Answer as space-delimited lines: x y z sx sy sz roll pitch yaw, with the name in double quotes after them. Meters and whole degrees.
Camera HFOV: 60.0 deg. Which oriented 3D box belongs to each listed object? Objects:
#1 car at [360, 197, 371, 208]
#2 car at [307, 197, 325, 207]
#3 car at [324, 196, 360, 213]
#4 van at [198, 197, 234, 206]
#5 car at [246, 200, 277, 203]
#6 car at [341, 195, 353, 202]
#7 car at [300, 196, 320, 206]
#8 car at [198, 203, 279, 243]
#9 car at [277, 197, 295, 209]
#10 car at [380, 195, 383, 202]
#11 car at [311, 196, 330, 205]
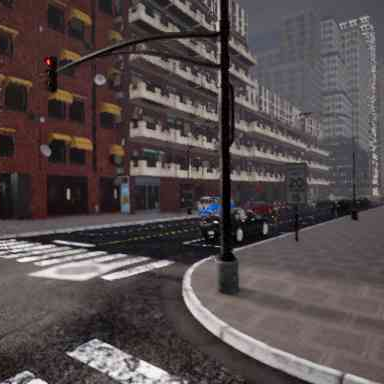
21.466 1.340 42.192 1.947 1.339 4.313 -1 0 36 "car"
18.174 1.453 46.729 1.895 1.301 4.718 -1 -1 36 "car"
14.978 1.362 33.134 1.947 1.339 4.313 -1 0 36 "car"
2.080 1.280 28.664 1.690 1.788 3.998 -1 0 36 "van"
5.388 1.497 29.044 1.895 1.301 4.718 -1 -1 36 "car"
34.521 1.426 73.952 1.802 1.307 4.206 -1 -1 36 "car"
18.202 1.410 51.169 1.752 1.417 4.829 -1 0 36 "car"
2.003 1.395 15.019 2.008 1.369 4.403 -1 0 36 "car"
11.813 1.345 42.250 1.967 1.590 4.097 -1 0 36 "car"
37.685 1.313 64.837 1.802 1.307 4.206 -1 -1 36 "car"
21.545 1.441 55.836 1.947 1.339 4.313 -1 0 36 "car"
